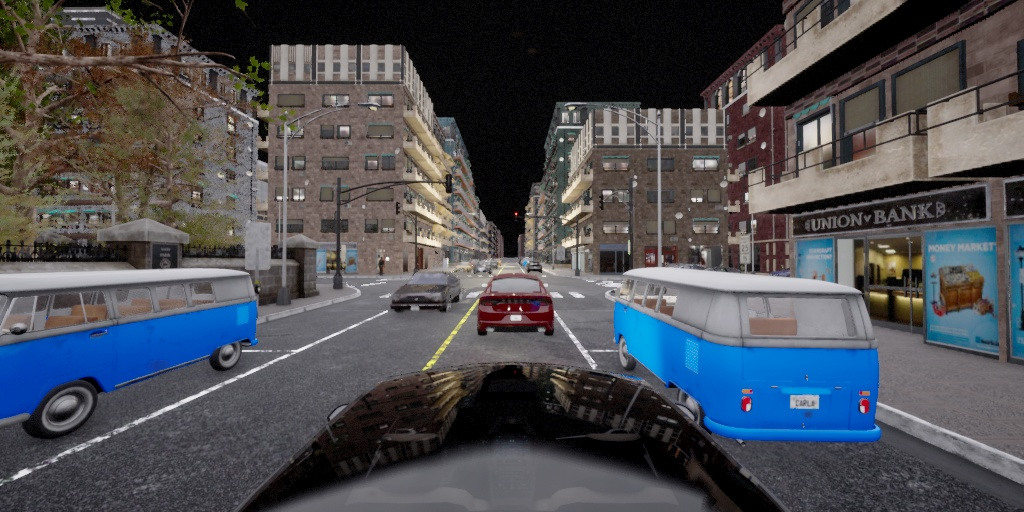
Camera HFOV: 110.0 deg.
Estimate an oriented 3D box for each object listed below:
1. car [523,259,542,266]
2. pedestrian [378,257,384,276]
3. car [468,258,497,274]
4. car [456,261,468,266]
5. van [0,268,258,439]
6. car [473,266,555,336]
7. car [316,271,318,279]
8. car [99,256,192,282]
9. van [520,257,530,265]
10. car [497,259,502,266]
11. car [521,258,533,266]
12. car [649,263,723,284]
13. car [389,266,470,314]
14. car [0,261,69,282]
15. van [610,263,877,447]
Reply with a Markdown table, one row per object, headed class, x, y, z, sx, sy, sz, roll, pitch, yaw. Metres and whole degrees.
| class | x | y | z | sx | sy | sz | roll | pitch | yaw |
| --- | --- | --- | --- | --- | --- | --- | --- | --- | --- |
| car | 2.655 | 1.330 | 43.063 | 1.948 | 1.339 | 4.313 | 0 | 0 | 0 |
| pedestrian | -12.568 | 0.968 | 34.491 | 0.375 | 1.860 | 0.375 | 0 | -1 | 1 |
| car | -3.132 | 1.254 | 39.004 | 2.128 | 1.511 | 4.902 | 0 | 0 | 0 |
| car | -5.725 | 1.290 | 42.885 | 1.751 | 1.417 | 4.829 | 0 | 0 | 0 |
| van | -5.659 | 1.092 | 5.110 | 1.690 | 1.789 | 3.998 | 0 | 0 | 0 |
| car | 0.090 | 1.230 | 10.475 | 1.882 | 1.535 | 5.008 | 0 | 0 | 0 |
| car | -16.626 | 1.139 | 25.794 | 4.902 | 1.511 | 2.128 | 0 | -1 | 1 |
| car | -26.356 | 0.946 | 25.904 | 4.553 | 1.767 | 2.097 | 0 | -1 | 1 |
| van | 2.640 | 1.112 | 59.990 | 1.690 | 1.789 | 3.998 | 0 | 0 | 0 |
| car | -3.138 | 1.261 | 55.209 | 2.128 | 1.511 | 4.902 | 0 | 0 | 0 |
| car | 2.650 | 1.317 | 48.705 | 2.007 | 1.370 | 4.403 | 0 | 0 | 0 |
| car | 13.772 | 1.364 | 28.667 | 4.902 | 1.511 | 2.128 | 0 | -1 | 1 |
| car | -3.111 | 1.301 | 14.161 | 2.033 | 1.411 | 5.357 | 0 | 0 | 0 |
| car | -36.046 | 1.090 | 26.013 | 5.357 | 1.411 | 2.033 | 0 | -1 | 1 |
| van | 2.655 | 1.092 | 5.116 | 1.690 | 1.789 | 3.998 | 0 | 0 | 0 |
